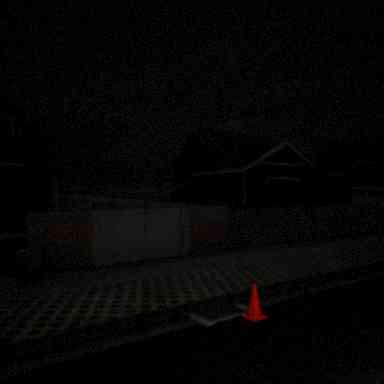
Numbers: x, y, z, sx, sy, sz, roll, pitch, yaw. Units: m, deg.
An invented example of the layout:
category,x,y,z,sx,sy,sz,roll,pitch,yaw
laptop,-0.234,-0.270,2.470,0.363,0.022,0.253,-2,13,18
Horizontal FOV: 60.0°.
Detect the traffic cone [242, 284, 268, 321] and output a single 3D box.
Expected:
category,x,y,z,sx,sy,sz,roll,pitch,yaw
traffic cone,1.131,1.954,5.993,0.340,0.580,0.340,0,0,-34
